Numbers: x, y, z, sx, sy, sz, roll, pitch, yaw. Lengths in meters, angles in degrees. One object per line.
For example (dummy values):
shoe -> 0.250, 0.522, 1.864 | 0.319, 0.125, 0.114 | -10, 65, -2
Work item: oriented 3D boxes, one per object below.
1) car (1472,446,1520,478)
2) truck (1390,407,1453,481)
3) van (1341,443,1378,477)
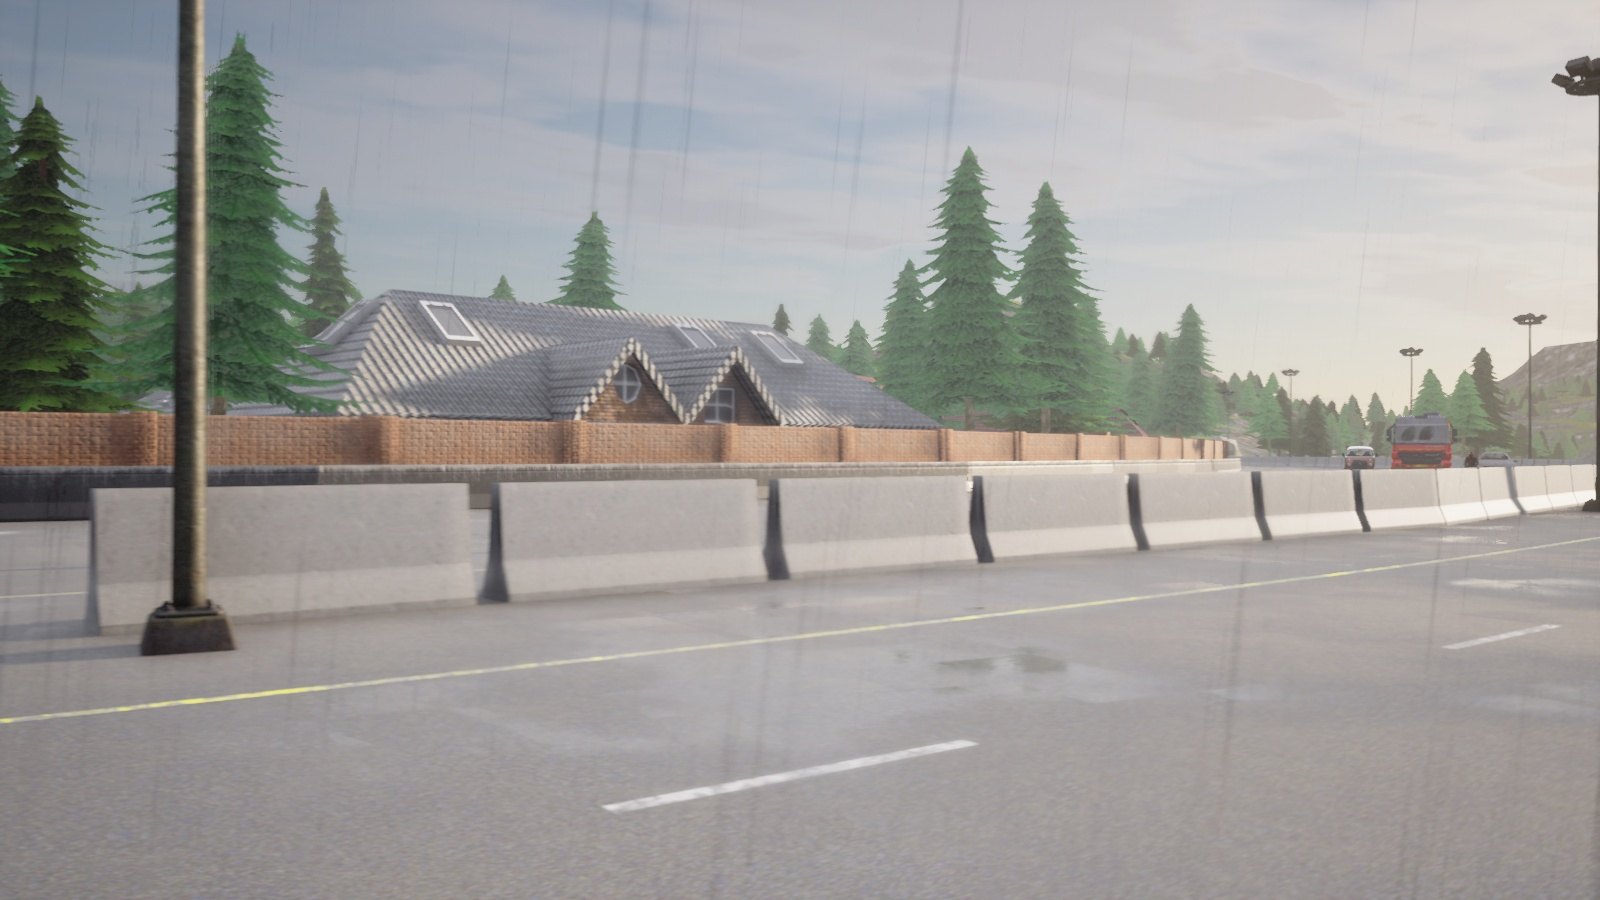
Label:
car -> 37.490, 0.623, 67.736 | 2.152, 1.651, 5.027 | 0, 0, 28
truck -> 34.232, -0.309, 69.010 | 2.891, 3.827, 8.468 | 0, 0, 28
van -> 35.390, 0.605, 79.337 | 2.069, 2.038, 4.480 | 0, 0, 24
